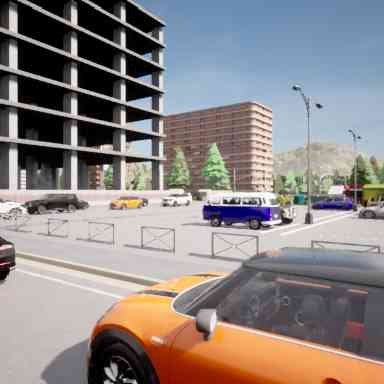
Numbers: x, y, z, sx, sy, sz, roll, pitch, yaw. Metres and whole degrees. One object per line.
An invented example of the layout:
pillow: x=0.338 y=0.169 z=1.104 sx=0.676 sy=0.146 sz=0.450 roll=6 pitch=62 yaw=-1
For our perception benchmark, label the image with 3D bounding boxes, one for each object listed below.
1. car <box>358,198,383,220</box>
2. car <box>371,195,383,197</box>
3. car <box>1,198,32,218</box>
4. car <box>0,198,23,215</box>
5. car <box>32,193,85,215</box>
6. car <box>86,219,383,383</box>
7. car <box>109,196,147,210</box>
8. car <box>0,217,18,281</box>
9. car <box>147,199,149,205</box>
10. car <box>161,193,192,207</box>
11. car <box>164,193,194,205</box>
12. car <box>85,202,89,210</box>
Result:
car: x=14.613 y=1.395 z=24.802 sx=3.806 sy=1.475 sz=1.970 roll=0 pitch=0 yaw=36
car: x=17.819 y=1.153 z=29.367 sx=4.605 sy=1.855 sz=1.932 roll=0 pitch=0 yaw=36
car: x=-15.757 y=1.163 z=25.430 sx=2.150 sy=2.045 sz=5.566 roll=0 pitch=0 yaw=35
car: x=-19.556 y=1.436 z=32.578 sx=2.128 sy=1.511 sz=4.902 roll=0 pitch=0 yaw=36
car: x=-14.250 y=1.166 z=34.009 sx=2.150 sy=2.045 sz=5.566 roll=0 pitch=0 yaw=35
car: x=1.036 y=1.352 z=3.250 sx=4.553 sy=1.767 sz=2.097 roll=0 pitch=0 yaw=35
car: x=-8.373 y=1.297 z=42.337 sx=2.097 sy=1.767 sz=4.553 roll=0 pitch=0 yaw=35
car: x=-6.477 y=1.492 z=8.564 sx=4.902 sy=1.511 sz=2.128 roll=0 pitch=0 yaw=35
car: x=-8.390 y=1.436 z=48.379 sx=2.128 sy=1.511 sz=4.902 roll=0 pitch=0 yaw=35
car: x=-2.297 y=1.166 z=50.921 sx=2.150 sy=2.045 sz=5.566 roll=0 pitch=0 yaw=35
car: x=-2.185 y=1.166 z=57.103 sx=2.150 sy=2.045 sz=5.566 roll=0 pitch=0 yaw=36
car: x=-14.414 y=1.508 z=39.852 sx=1.994 sy=1.385 sz=4.181 roll=0 pitch=0 yaw=35
